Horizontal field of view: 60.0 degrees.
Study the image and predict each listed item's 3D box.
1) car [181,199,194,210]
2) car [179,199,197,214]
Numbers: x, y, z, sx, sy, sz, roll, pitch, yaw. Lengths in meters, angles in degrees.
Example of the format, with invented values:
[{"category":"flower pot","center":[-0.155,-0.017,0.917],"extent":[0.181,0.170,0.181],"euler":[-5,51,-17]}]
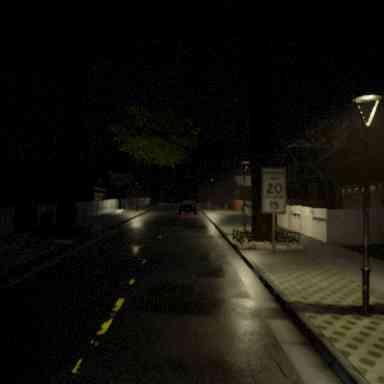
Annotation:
[{"category":"car","center":[-0.645,1.808,48.900],"extent":[1.812,1.442,4.674],"euler":[0,-1,-1]},{"category":"car","center":[-0.452,1.637,36.990],"extent":[1.882,1.535,5.008],"euler":[0,0,-1]}]
